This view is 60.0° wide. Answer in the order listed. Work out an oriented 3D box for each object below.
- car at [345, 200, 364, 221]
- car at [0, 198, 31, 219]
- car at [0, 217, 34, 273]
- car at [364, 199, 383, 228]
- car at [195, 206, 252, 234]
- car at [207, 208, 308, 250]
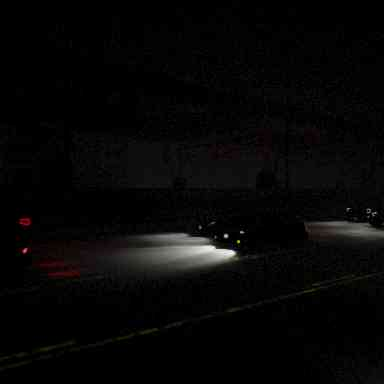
[{"bbox_3d":[13.783,1.352,25.434,4.553,1.767,2.097,0,0,-33],"label":"car"},{"bbox_3d":[-8.366,1.222,11.061,5.566,2.045,2.150,0,0,-33],"label":"car"},{"bbox_3d":[-6.716,1.547,7.770,5.357,1.411,2.033,0,0,-35],"label":"car"},{"bbox_3d":[13.308,1.352,20.970,4.553,1.767,2.097,0,0,-33],"label":"car"},{"bbox_3d":[2.370,1.525,18.038,4.674,1.442,1.812,0,0,-33],"label":"car"},{"bbox_3d":[3.023,1.563,14.288,4.181,1.385,1.994,0,0,-33],"label":"car"}]
